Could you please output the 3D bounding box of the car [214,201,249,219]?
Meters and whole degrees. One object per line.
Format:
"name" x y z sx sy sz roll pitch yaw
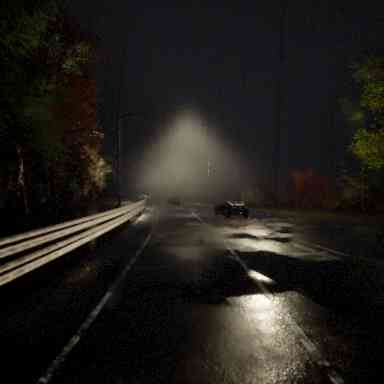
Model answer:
"car" 3.386 1.489 29.286 2.128 1.511 4.902 0 0 -14

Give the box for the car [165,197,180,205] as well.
"car" -3.263 1.498 56.432 1.994 1.385 4.181 0 0 -14

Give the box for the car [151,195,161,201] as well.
"car" -8.375 1.362 77.324 2.128 1.511 4.902 0 0 -14
